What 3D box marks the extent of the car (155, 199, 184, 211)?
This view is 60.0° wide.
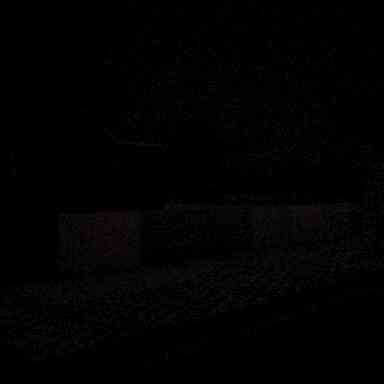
[{"bbox_3d":[-2.846,1.583,40.730,4.902,1.511,2.128,0,3,45],"label":"car"}]
